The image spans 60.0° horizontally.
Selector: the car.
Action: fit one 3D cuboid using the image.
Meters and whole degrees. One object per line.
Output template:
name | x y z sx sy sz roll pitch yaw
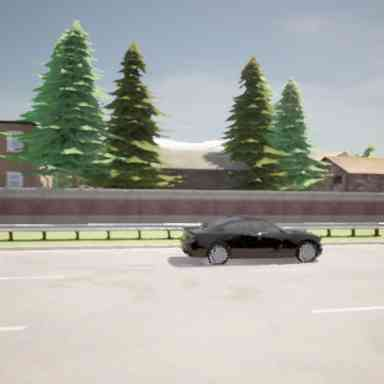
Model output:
car | 2.085 1.603 11.673 5.008 1.535 1.882 1 0 -10
